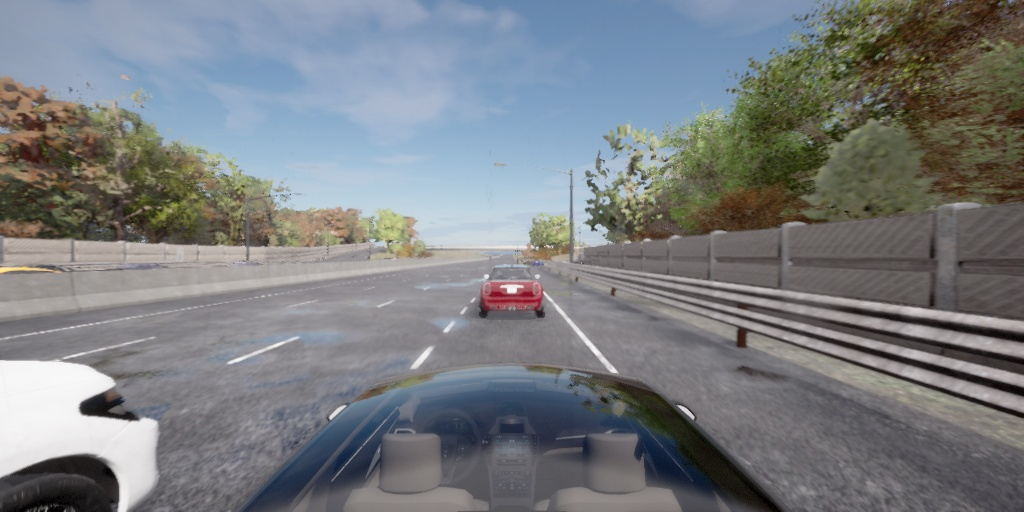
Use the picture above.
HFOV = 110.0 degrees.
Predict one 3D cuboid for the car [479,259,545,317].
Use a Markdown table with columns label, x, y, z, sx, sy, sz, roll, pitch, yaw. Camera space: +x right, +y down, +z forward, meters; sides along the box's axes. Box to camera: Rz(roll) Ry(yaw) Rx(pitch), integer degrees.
| label | x | y | z | sx | sy | sz | roll | pitch | yaw |
| --- | --- | --- | --- | --- | --- | --- | --- | --- | --- |
| car | 0.000 | 1.094 | 13.293 | 2.097 | 1.767 | 4.553 | 0 | 0 | 0 |

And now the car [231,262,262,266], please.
| label | x | y | z | sx | sy | sz | roll | pitch | yaw |
| --- | --- | --- | --- | --- | --- | --- | --- | --- | --- |
| car | -24.577 | 1.295 | 33.000 | 2.033 | 1.411 | 5.357 | 0 | 0 | 0 |

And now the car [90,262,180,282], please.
| label | x | y | z | sx | sy | sz | roll | pitch | yaw |
| --- | --- | --- | --- | --- | --- | --- | --- | --- | --- |
| car | -31.585 | 1.293 | 30.377 | 2.033 | 1.411 | 5.357 | 0 | 0 | 0 |
